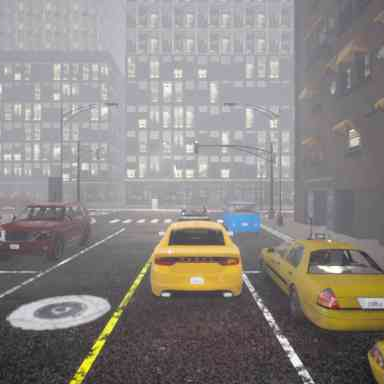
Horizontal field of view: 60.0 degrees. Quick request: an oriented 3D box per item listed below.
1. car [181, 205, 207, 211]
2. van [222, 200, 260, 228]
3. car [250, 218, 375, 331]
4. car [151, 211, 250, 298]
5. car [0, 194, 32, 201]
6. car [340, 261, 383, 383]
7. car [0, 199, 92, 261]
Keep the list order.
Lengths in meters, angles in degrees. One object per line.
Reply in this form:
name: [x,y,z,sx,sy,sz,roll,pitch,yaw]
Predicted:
car: [0.125,1.496,19.059,2.128,1.511,4.902,0,0,0]
van: [2.588,1.345,18.088,1.690,1.788,3.998,0,0,0]
car: [2.576,1.526,6.977,1.752,1.417,4.829,0,0,0]
car: [0.108,1.479,8.588,1.882,1.535,5.008,0,0,0]
car: [-20.833,1.110,38.090,5.009,1.841,2.192,1,-1,0]
car: [2.570,1.525,1.337,1.752,1.417,4.829,0,0,0]
car: [-5.298,1.317,12.457,2.192,1.841,5.009,0,0,0]
